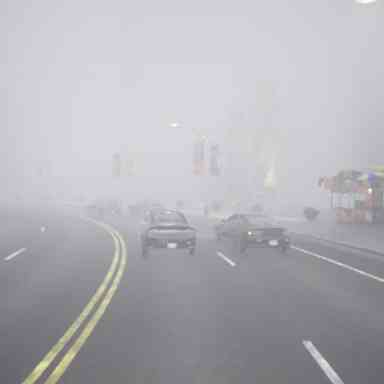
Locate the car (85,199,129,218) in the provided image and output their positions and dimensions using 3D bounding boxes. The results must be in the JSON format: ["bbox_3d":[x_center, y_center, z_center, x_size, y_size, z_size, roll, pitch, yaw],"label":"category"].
[{"bbox_3d":[-7.306,1.285,27.214,2.128,1.511,4.902,1,0,-33],"label":"car"}]

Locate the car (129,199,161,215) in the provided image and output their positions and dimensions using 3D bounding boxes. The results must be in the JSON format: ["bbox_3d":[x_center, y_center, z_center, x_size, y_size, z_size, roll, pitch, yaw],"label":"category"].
[{"bbox_3d":[-4.053,1.346,28.595,2.128,1.511,4.902,1,0,-33],"label":"car"}]

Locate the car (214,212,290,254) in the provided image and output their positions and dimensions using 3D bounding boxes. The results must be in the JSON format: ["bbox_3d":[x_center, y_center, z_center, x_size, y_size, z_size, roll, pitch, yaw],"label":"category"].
[{"bbox_3d":[2.292,1.538,13.550,1.812,1.442,4.674,1,0,-12],"label":"car"}]

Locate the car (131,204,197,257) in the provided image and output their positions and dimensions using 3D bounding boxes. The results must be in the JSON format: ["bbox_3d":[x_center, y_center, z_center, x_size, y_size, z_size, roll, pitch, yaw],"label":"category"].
[{"bbox_3d":[-1.099,1.440,12.765,2.128,1.511,4.902,1,0,-11],"label":"car"}]
